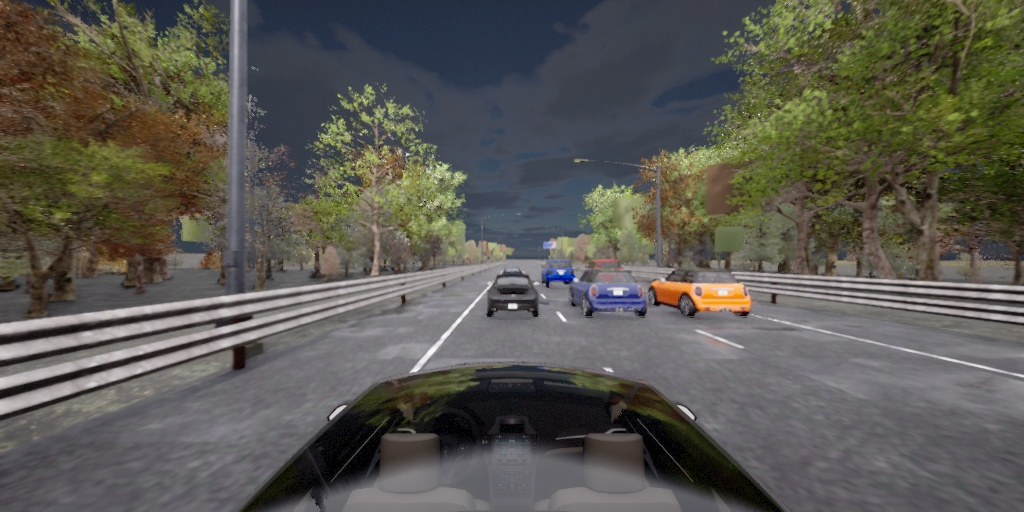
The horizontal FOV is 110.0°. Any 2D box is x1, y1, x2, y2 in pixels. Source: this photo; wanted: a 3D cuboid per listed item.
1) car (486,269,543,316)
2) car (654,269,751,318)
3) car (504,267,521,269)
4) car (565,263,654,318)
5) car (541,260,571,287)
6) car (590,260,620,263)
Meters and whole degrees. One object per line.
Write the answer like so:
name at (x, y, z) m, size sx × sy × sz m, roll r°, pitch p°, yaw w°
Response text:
car at (0.044, 1.425, 14.171) m, size 1.837 × 1.490 × 4.892 m, roll 0°, pitch 0°, yaw 0°
car at (7.043, 1.270, 14.062) m, size 2.097 × 1.767 × 4.553 m, roll 0°, pitch -1°, yaw 1°
car at (0.039, 1.611, 29.135) m, size 2.128 × 1.511 × 4.902 m, roll 0°, pitch -1°, yaw 0°
car at (3.543, 1.269, 14.044) m, size 2.097 × 1.767 × 4.553 m, roll 0°, pitch -1°, yaw 0°
car at (3.528, 1.328, 28.044) m, size 2.150 × 2.045 × 5.566 m, roll 0°, pitch -1°, yaw 1°
car at (7.028, 1.328, 28.017) m, size 2.150 × 2.045 × 5.566 m, roll 0°, pitch 0°, yaw 1°
